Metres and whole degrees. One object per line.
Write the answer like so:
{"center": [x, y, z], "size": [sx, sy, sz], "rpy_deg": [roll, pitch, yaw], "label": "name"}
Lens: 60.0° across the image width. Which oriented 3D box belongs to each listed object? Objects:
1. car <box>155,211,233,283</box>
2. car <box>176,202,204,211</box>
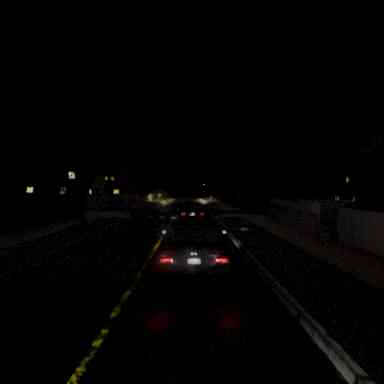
{"center": [0.060, 1.498, 9.526], "size": [2.033, 1.411, 5.357], "rpy_deg": [0, 0, 0], "label": "car"}
{"center": [-0.089, 1.438, 23.381], "size": [2.033, 1.411, 5.357], "rpy_deg": [0, 0, -3], "label": "car"}
